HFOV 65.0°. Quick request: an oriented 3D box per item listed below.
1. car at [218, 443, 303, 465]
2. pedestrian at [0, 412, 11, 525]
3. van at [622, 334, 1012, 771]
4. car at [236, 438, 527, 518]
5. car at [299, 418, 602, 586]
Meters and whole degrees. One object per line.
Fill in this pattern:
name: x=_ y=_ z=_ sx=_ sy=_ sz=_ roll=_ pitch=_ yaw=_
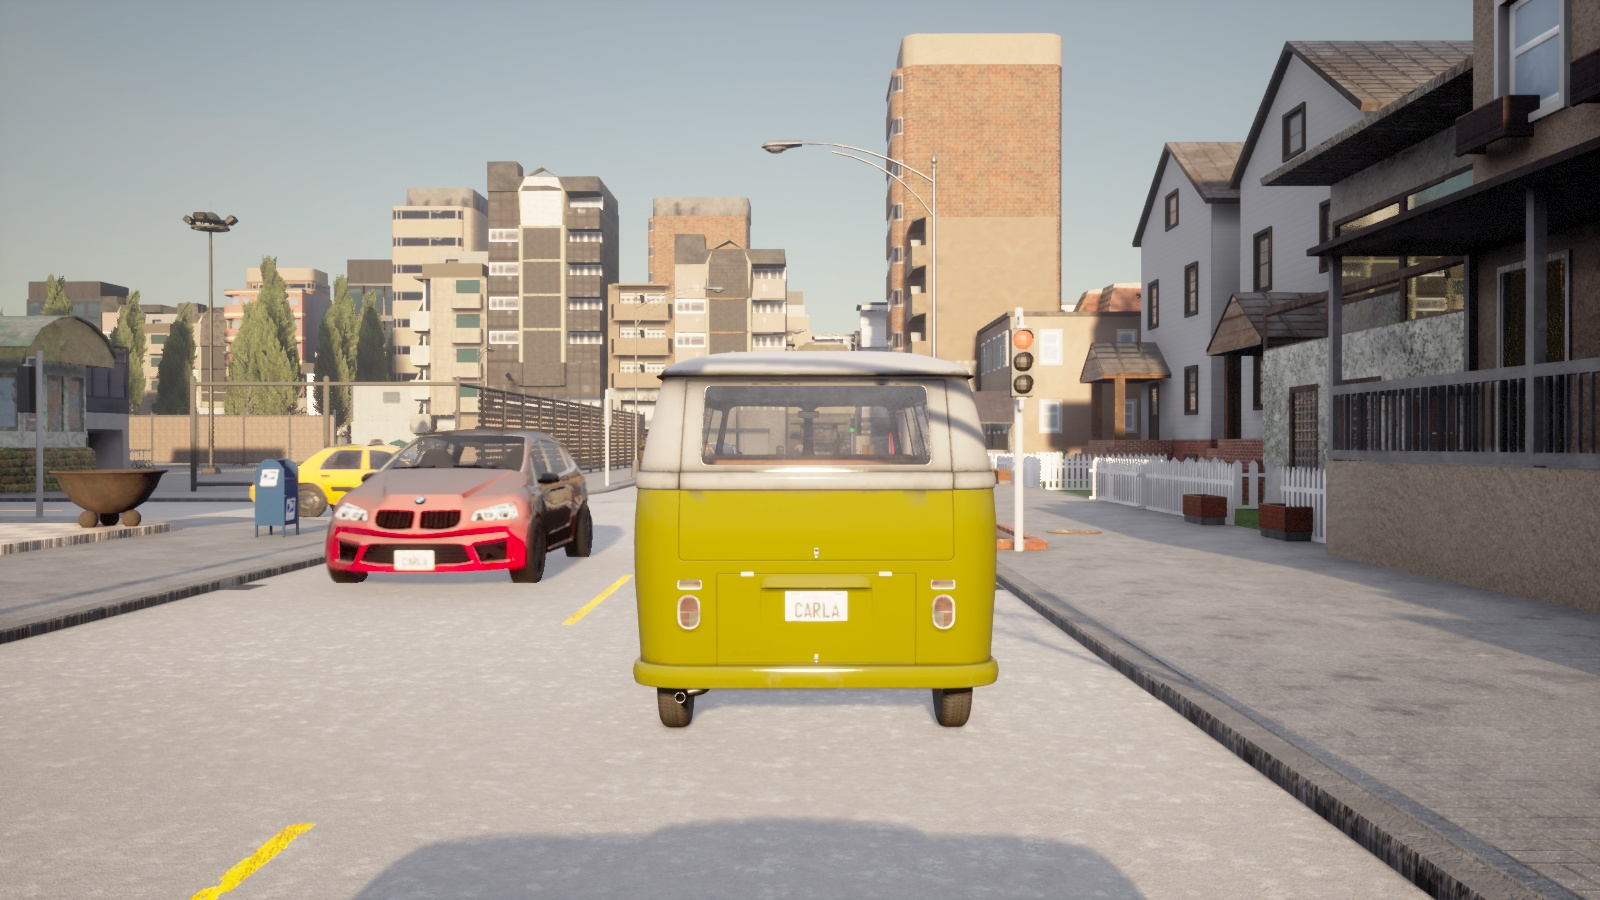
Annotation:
car: x=-35.865 y=0.251 z=83.548 sx=4.892 sy=1.490 sz=1.837 roll=0 pitch=0 yaw=1
pedestrian: x=-14.222 y=0.317 z=21.811 sx=0.788 sy=1.949 sz=0.423 roll=0 pitch=0 yaw=-16
van: x=0.070 y=0.454 z=7.932 sx=1.775 sy=1.987 sz=4.442 roll=0 pitch=0 yaw=0
car: x=-8.469 y=0.534 z=25.653 sx=5.366 sy=1.575 sz=1.801 roll=0 pitch=1 yaw=5
car: x=-3.842 y=0.504 z=14.794 sx=2.242 sy=1.667 sz=4.611 roll=0 pitch=0 yaw=1
